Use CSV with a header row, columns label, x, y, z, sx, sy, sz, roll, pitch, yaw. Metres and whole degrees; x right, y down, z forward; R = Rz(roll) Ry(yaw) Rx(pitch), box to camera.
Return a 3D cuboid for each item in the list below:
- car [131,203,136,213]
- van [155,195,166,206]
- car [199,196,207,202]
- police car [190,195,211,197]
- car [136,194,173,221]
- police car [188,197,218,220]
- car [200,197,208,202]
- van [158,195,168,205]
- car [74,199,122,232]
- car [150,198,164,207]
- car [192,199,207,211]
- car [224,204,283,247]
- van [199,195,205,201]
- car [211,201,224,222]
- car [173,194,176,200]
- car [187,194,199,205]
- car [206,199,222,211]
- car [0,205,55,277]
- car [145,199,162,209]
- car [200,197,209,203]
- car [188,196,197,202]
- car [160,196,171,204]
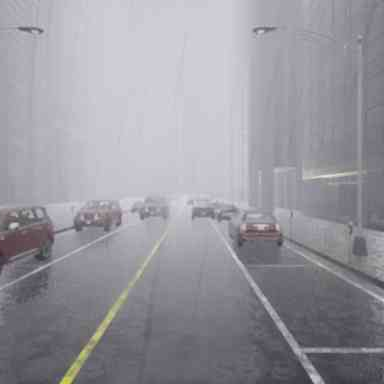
label,x,y,z,sx,sy,sz,roll,pitch,yaw
car,-5.711,1.677,37.877,1.947,1.339,4.313,0,0,0
van,-5.679,1.519,60.441,1.690,1.788,3.998,0,0,0
car,2.887,1.826,88.636,1.947,1.339,4.313,0,0,0
police car,0.956,1.540,39.087,1.930,1.638,5.238,0,0,0
car,-3.059,1.305,28.421,2.150,2.045,5.566,0,0,0
police car,0.885,1.511,29.077,1.930,1.638,5.238,0,0,-1
car,2.879,1.826,82.995,1.802,1.307,4.206,0,0,0
van,-5.671,1.535,66.081,1.690,1.788,3.998,0,0,0
car,-5.736,1.376,20.956,2.192,1.841,5.009,0,0,0
car,-5.687,1.686,54.630,1.752,1.417,4.829,0,0,0
car,0.965,1.658,44.976,1.812,1.442,4.674,0,0,0
car,2.781,1.485,15.308,1.967,1.590,4.097,0,0,0
van,2.895,1.618,94.277,1.690,1.788,3.998,0,0,0
car,2.798,1.644,26.589,1.947,1.339,4.313,0,0,0
car,-5.655,1.543,77.364,2.192,1.841,5.009,0,0,0
car,0.090,1.688,62.105,1.837,1.490,4.892,0,0,0
car,2.822,1.673,43.511,1.887,1.381,4.507,0,0,0
car,-5.752,1.342,9.674,2.192,1.841,5.009,0,0,0
car,-5.695,1.695,49.159,2.008,1.369,4.403,0,0,0
car,2.871,1.810,77.355,1.802,1.307,4.206,0,0,0
car,0.113,1.597,78.143,1.837,1.490,4.892,0,0,0
car,-5.663,1.651,71.722,1.967,1.590,4.097,0,0,0
